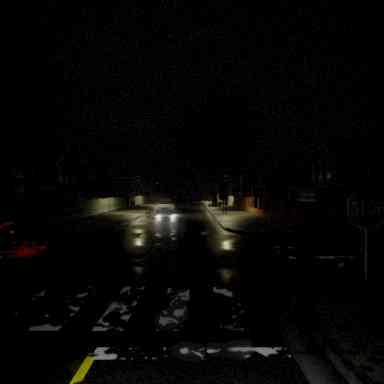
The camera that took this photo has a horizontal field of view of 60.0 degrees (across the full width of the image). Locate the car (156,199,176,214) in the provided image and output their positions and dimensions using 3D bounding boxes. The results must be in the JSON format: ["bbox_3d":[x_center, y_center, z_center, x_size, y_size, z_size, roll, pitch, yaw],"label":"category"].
[{"bbox_3d":[-2.713,1.530,35.226,1.812,1.442,4.674,0,0,0],"label":"car"}]

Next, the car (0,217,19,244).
[{"bbox_3d":[-9.704,1.489,13.277,5.008,1.535,1.882,0,2,-3],"label":"car"}]
